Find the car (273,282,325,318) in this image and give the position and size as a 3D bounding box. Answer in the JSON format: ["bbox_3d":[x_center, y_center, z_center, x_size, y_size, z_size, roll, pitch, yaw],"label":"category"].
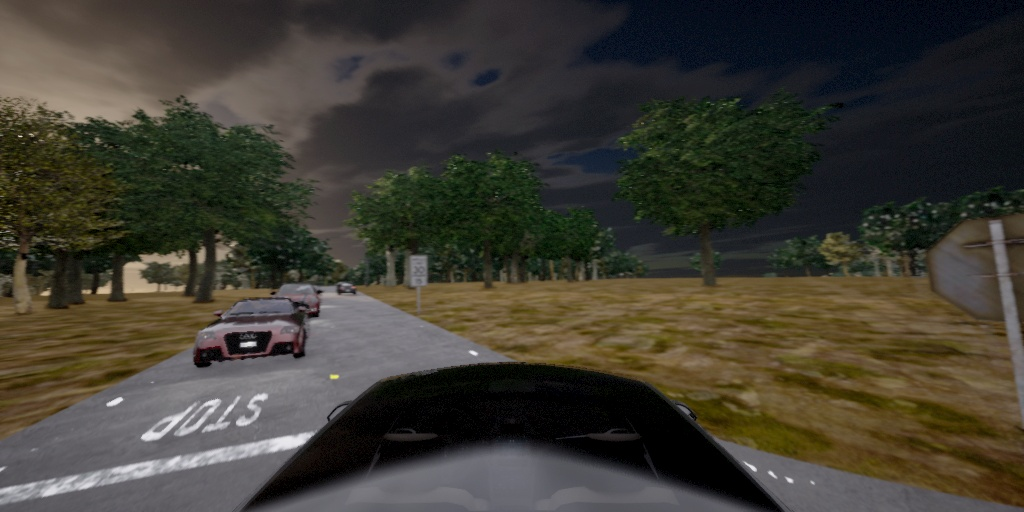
[{"bbox_3d":[-10.800,2.133,18.033,2.097,1.767,4.553,1,-4,-27],"label":"car"}]

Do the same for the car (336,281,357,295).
[{"bbox_3d":[-19.461,3.845,42.313,1.812,1.442,4.674,1,-4,-27],"label":"car"}]

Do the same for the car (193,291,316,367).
[{"bbox_3d":[-6.355,1.768,9.214,1.994,1.385,4.181,1,-4,-27],"label":"car"}]

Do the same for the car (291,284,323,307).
[{"bbox_3d":[-15.325,2.879,27.036,1.837,1.490,4.892,1,-4,-27],"label":"car"}]
